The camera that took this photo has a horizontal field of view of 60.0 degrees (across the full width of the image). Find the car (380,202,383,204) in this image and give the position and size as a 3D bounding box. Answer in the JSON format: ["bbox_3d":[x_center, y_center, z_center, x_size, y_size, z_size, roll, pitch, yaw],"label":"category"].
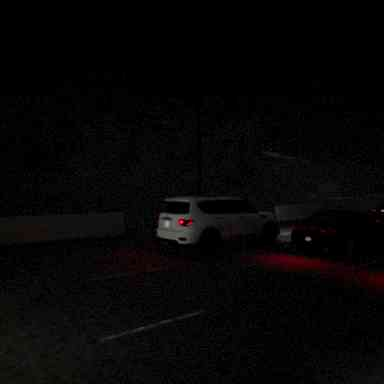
[{"bbox_3d":[15.879,1.434,26.253,5.357,1.411,2.033,0,0,-44],"label":"car"}]

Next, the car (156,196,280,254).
[{"bbox_3d":[1.208,1.189,13.552,5.566,2.045,2.150,0,0,-38],"label":"car"}]

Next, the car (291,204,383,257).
[{"bbox_3d":[5.860,1.429,12.815,5.008,1.535,1.882,0,0,-39],"label":"car"}]
